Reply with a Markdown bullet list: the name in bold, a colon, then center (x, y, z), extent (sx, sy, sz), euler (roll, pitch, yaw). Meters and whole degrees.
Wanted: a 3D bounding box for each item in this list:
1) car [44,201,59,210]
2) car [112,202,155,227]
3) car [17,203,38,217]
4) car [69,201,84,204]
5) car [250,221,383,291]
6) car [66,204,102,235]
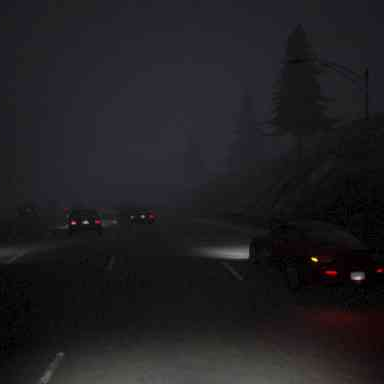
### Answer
- **car**: center (-21.346, 2.007, 50.562), extent (2.033, 1.411, 5.357), euler (-1, 0, -27)
- **car**: center (-4.150, 1.663, 23.817), extent (2.033, 1.411, 5.357), euler (-1, 0, -23)
- **car**: center (-17.921, 1.922, 36.321), extent (2.033, 1.411, 5.357), euler (-1, 0, -28)
- **car**: center (-17.866, 2.003, 51.447), extent (1.895, 1.301, 4.718), euler (-1, 0, -27)
- **car**: center (2.981, 1.491, 8.851), extent (1.812, 1.442, 4.674), euler (-1, 0, -7)
- **car**: center (-6.537, 1.697, 20.111), extent (2.033, 1.411, 5.357), euler (-1, 0, -20)
